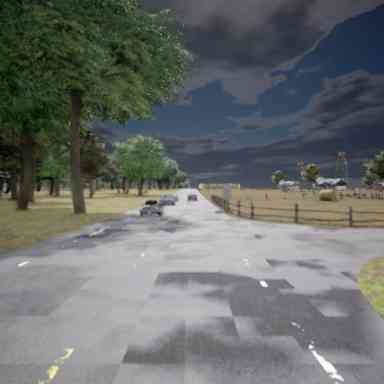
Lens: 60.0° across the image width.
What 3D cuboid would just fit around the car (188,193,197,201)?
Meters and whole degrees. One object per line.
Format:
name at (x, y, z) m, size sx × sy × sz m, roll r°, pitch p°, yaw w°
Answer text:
car at (0.086, 0.960, 67.384) m, size 2.128 × 1.511 × 4.902 m, roll 0°, pitch 1°, yaw 0°

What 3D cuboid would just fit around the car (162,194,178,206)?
car at (-3.586, 1.076, 48.834) m, size 2.097 × 1.767 × 4.553 m, roll 0°, pitch 1°, yaw 0°

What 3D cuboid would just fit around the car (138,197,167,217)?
car at (-3.592, 1.430, 30.418) m, size 1.812 × 1.442 × 4.674 m, roll 0°, pitch 0°, yaw 0°
